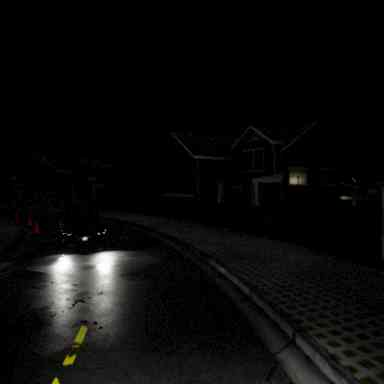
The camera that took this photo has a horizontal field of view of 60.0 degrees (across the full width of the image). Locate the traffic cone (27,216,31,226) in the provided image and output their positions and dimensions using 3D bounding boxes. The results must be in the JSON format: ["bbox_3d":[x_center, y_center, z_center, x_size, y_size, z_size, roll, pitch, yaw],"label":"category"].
[{"bbox_3d":[-10.713,1.905,21.974,0.340,0.580,0.340,0,0,-34],"label":"traffic cone"}]

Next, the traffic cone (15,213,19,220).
[{"bbox_3d":[-13.557,1.885,25.730,0.340,0.580,0.340,0,0,-40],"label":"traffic cone"}]

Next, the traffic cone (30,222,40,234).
[{"bbox_3d":[-8.354,1.923,17.890,0.340,0.580,0.340,0,0,-21],"label":"traffic cone"}]

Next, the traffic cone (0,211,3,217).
[{"bbox_3d":[-16.814,1.866,29.134,0.340,0.580,0.340,0,0,43],"label":"traffic cone"}]

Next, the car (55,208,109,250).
[{"bbox_3d":[-4.866,1.483,14.555,1.837,1.490,4.892,0,0,-22],"label":"car"}]
